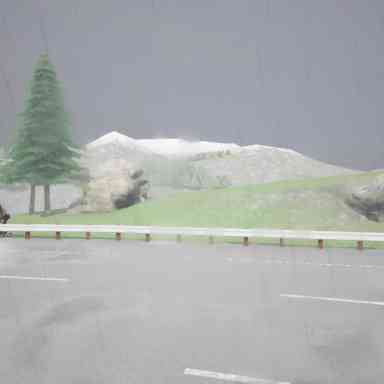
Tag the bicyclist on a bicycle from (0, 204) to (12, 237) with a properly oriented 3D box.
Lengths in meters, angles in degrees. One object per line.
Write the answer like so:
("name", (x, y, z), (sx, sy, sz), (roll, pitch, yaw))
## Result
("bicyclist on a bicycle", (-9.210, 1.437, 16.086), (0.582, 1.620, 1.656), (1, -5, 5))
